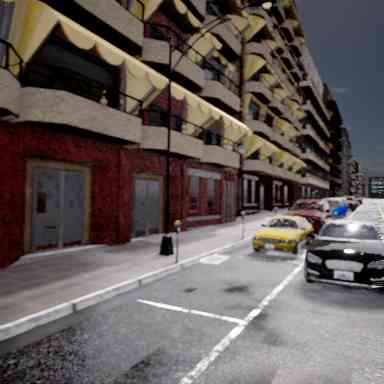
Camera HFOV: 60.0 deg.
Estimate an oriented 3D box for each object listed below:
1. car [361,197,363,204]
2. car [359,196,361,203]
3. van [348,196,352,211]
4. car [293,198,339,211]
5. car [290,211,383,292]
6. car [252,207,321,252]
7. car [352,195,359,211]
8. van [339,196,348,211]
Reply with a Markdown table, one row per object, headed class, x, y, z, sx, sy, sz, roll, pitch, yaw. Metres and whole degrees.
| class | x | y | z | sx | sy | sz | roll | pitch | yaw |
| --- | --- | --- | --- | --- | --- | --- | --- | --- | --- |
| car | 27.790 | 1.826 | 57.282 | 1.947 | 1.339 | 4.313 | 2 | 1 | 29 |
| car | 22.486 | 1.514 | 47.575 | 2.192 | 1.841 | 5.009 | 2 | 1 | 29 |
| van | 14.521 | 1.458 | 33.022 | 1.690 | 1.788 | 3.998 | 2 | 1 | 29 |
| car | 6.559 | 1.365 | 18.467 | 2.192 | 1.841 | 5.009 | 2 | 1 | 29 |
| car | 4.402 | 1.520 | 9.249 | 2.128 | 1.511 | 4.902 | 0 | 0 | 28 |
| car | 3.816 | 1.556 | 13.468 | 1.752 | 1.417 | 4.829 | 2 | 1 | 29 |
| car | 19.832 | 1.486 | 42.724 | 2.192 | 1.841 | 5.009 | 2 | 1 | 29 |
| van | 11.867 | 1.433 | 28.168 | 1.690 | 1.788 | 3.998 | 2 | 1 | 29 |
